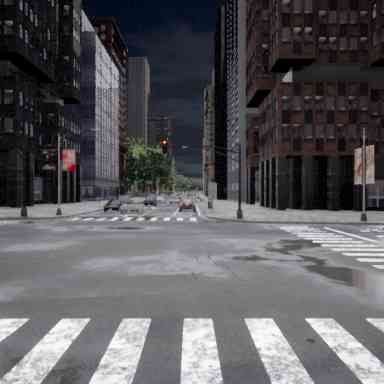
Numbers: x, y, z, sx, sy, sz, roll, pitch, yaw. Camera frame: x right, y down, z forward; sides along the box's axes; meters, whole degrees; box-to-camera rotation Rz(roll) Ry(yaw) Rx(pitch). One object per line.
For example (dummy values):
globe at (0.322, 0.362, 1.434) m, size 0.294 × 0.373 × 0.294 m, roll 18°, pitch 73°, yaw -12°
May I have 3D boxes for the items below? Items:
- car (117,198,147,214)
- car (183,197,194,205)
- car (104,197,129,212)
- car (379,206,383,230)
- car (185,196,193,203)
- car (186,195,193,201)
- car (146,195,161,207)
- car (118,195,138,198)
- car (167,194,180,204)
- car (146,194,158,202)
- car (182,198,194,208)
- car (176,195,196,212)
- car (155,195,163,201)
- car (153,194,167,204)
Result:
car at (-6.368, 1.599, 35.652) m, size 1.895 × 1.301 × 4.718 m, roll 0°, pitch 0°, yaw 0°
car at (-0.617, 1.599, 60.750) m, size 1.887 × 1.381 × 4.507 m, roll 0°, pitch 0°, yaw 0°
car at (-9.049, 1.571, 39.017) m, size 1.947 × 1.339 × 4.313 m, roll 0°, pitch 0°, yaw 0°
car at (14.844, 1.723, 20.974) m, size 4.902 × 1.511 × 2.128 m, roll 1°, pitch 0°, yaw 0°
car at (-0.665, 1.607, 71.770) m, size 1.752 × 1.417 × 4.829 m, roll 0°, pitch 0°, yaw 0°
car at (-0.758, 1.689, 93.300) m, size 1.887 × 1.381 × 4.507 m, roll 0°, pitch 0°, yaw 0°
car at (-6.442, 1.581, 52.163) m, size 2.033 × 1.411 × 5.357 m, roll 0°, pitch 0°, yaw -1°
car at (-9.073, 1.332, 44.443) m, size 2.192 × 1.841 × 5.009 m, roll 0°, pitch 0°, yaw 0°
car at (-3.398, 1.667, 65.653) m, size 1.895 × 1.301 × 4.718 m, roll 0°, pitch 0°, yaw 0°
car at (-9.213, 1.411, 76.999) m, size 2.192 × 1.841 × 5.009 m, roll 0°, pitch 0°, yaw 0°
car at (-0.570, 1.611, 49.900) m, size 1.802 × 1.307 × 4.206 m, roll 0°, pitch 0°, yaw 0°
car at (-0.524, 1.445, 39.051) m, size 1.967 × 1.590 × 4.097 m, roll 0°, pitch 0°, yaw 0°
car at (-9.282, 1.689, 93.276) m, size 1.887 × 1.381 × 4.507 m, roll 0°, pitch 0°, yaw 0°
car at (-6.408, 1.599, 67.437) m, size 1.812 × 1.442 × 4.674 m, roll 0°, pitch 0°, yaw 0°
